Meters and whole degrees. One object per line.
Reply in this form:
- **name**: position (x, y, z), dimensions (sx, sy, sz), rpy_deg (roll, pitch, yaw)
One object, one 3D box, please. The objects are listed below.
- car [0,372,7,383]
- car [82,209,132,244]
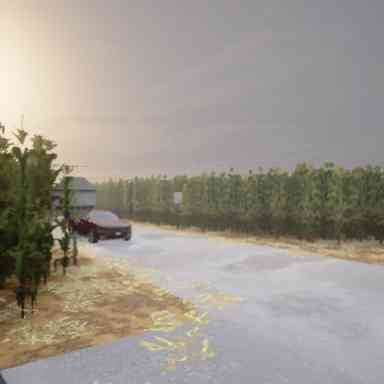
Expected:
- **car**: position (-3.302, 1.473, 1.013), dimensions (4.902, 1.511, 2.128), rpy_deg (0, 0, -38)
- **car**: position (-4.777, 1.628, 16.989), dimensions (1.882, 1.535, 5.008), rpy_deg (1, -1, -36)
